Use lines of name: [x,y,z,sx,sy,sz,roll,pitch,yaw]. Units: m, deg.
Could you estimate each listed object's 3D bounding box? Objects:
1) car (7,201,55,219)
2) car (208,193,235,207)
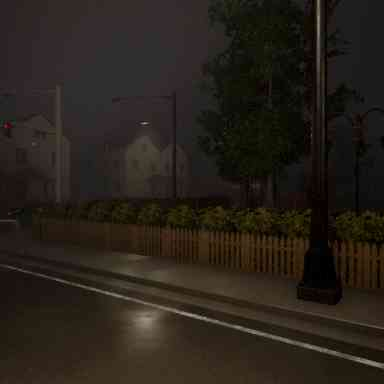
car: [-13.761,1.526,29.413,1.812,1.442,4.674,0,0,35]
car: [4.216,1.221,48.863,2.150,2.045,5.566,0,0,35]
